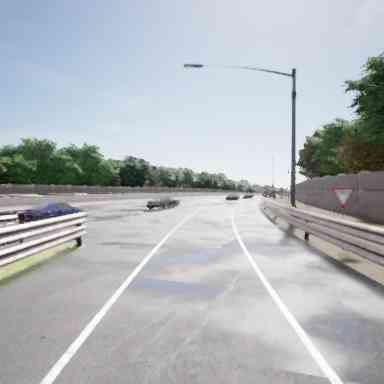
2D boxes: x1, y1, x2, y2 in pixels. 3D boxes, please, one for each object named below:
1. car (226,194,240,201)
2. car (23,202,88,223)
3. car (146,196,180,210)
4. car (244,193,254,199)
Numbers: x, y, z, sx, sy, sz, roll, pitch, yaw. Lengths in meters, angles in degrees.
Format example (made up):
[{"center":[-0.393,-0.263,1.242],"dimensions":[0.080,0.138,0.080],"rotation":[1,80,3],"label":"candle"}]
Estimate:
[{"center":[8.233,1.025,66.293],"dimensions":[1.994,1.385,4.181],"rotation":[0,0,21],"label":"car"},{"center":[-8.771,1.345,21.573],"dimensions":[1.812,1.442,4.674],"rotation":[0,1,21],"label":"car"},{"center":[-3.103,1.163,36.524],"dimensions":[2.033,1.411,5.357],"rotation":[-1,1,21],"label":"car"},{"center":[13.941,1.017,81.301],"dimensions":[2.128,1.511,4.902],"rotation":[0,0,21],"label":"car"}]
